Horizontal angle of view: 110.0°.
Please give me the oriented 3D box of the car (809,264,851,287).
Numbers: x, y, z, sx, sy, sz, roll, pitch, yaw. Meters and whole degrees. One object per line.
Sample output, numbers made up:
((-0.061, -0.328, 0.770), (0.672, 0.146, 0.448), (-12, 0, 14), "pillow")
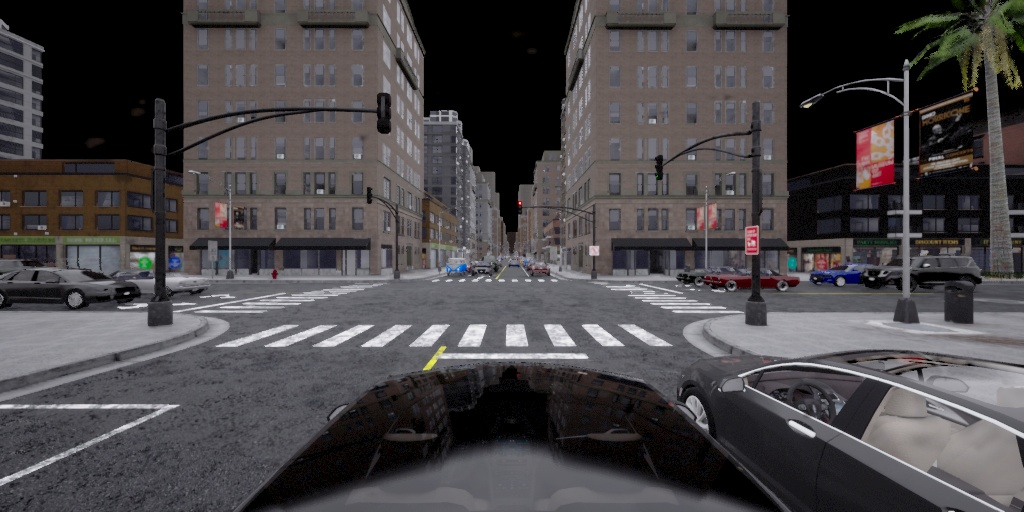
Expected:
((23.056, 1.258, 24.317), (5.008, 1.535, 1.882), (0, 0, 0), "car")

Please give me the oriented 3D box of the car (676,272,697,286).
((13.737, 1.365, 24.272), (4.718, 1.301, 1.895), (0, 0, 0), "car")

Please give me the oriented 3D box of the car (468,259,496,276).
((-2.948, 1.316, 36.619), (1.994, 1.385, 4.181), (0, 0, 0), "car")

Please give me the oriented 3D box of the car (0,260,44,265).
((-34.020, 1.041, 24.029), (4.553, 1.767, 2.097), (0, 0, 0), "car")

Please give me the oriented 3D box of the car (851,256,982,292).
((23.898, 1.009, 21.072), (5.566, 2.045, 2.150), (0, 0, 0), "car")

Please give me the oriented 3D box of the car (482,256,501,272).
((-2.900, 0.975, 45.927), (2.150, 2.045, 5.566), (0, 0, 0), "car")

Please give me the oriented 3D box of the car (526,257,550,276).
((2.822, 1.192, 36.943), (1.967, 1.591, 4.097), (0, 0, 0), "car")

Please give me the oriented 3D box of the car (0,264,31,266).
((-26.883, 1.235, 17.366), (4.674, 1.442, 1.812), (0, 0, 0), "car")

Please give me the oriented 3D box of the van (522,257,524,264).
((2.929, 1.094, 59.620), (1.690, 1.789, 3.998), (0, 0, 0), "van")

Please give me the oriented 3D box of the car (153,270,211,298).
((-17.596, 1.325, 17.412), (4.718, 1.301, 1.895), (0, 0, 0), "car")

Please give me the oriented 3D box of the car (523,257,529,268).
((2.876, 1.193, 48.281), (1.967, 1.591, 4.097), (0, 0, 0), "car")

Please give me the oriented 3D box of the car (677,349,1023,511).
((2.669, 1.300, 2.293), (2.007, 1.370, 4.403), (0, 0, 0), "car")

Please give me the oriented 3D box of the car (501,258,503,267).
((-2.852, 1.354, 55.718), (1.895, 1.301, 4.718), (0, 0, 0), "car")

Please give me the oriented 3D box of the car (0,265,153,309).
((-17.652, 1.234, 14.162), (4.892, 1.490, 1.837), (0, 0, 0), "car")

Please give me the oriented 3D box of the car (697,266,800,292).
((13.855, 1.370, 21.023), (4.718, 1.301, 1.895), (0, 0, 0), "car")

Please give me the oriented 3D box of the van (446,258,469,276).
((-5.704, 1.093, 36.981), (1.690, 1.789, 3.998), (0, 0, 0), "van")
